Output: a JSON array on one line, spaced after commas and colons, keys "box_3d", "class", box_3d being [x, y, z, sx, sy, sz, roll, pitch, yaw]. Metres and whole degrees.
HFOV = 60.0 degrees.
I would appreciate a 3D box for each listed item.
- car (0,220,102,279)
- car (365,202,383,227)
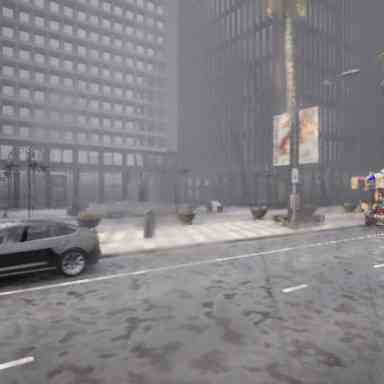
[{"box_3d": [-4.807, 1.512, 8.658, 4.786, 1.482, 2.161, 0, 0, -36], "class": "car"}, {"box_3d": [13.091, 1.314, 21.332, 4.553, 1.767, 2.185, 0, 0, -36], "class": "car"}]
